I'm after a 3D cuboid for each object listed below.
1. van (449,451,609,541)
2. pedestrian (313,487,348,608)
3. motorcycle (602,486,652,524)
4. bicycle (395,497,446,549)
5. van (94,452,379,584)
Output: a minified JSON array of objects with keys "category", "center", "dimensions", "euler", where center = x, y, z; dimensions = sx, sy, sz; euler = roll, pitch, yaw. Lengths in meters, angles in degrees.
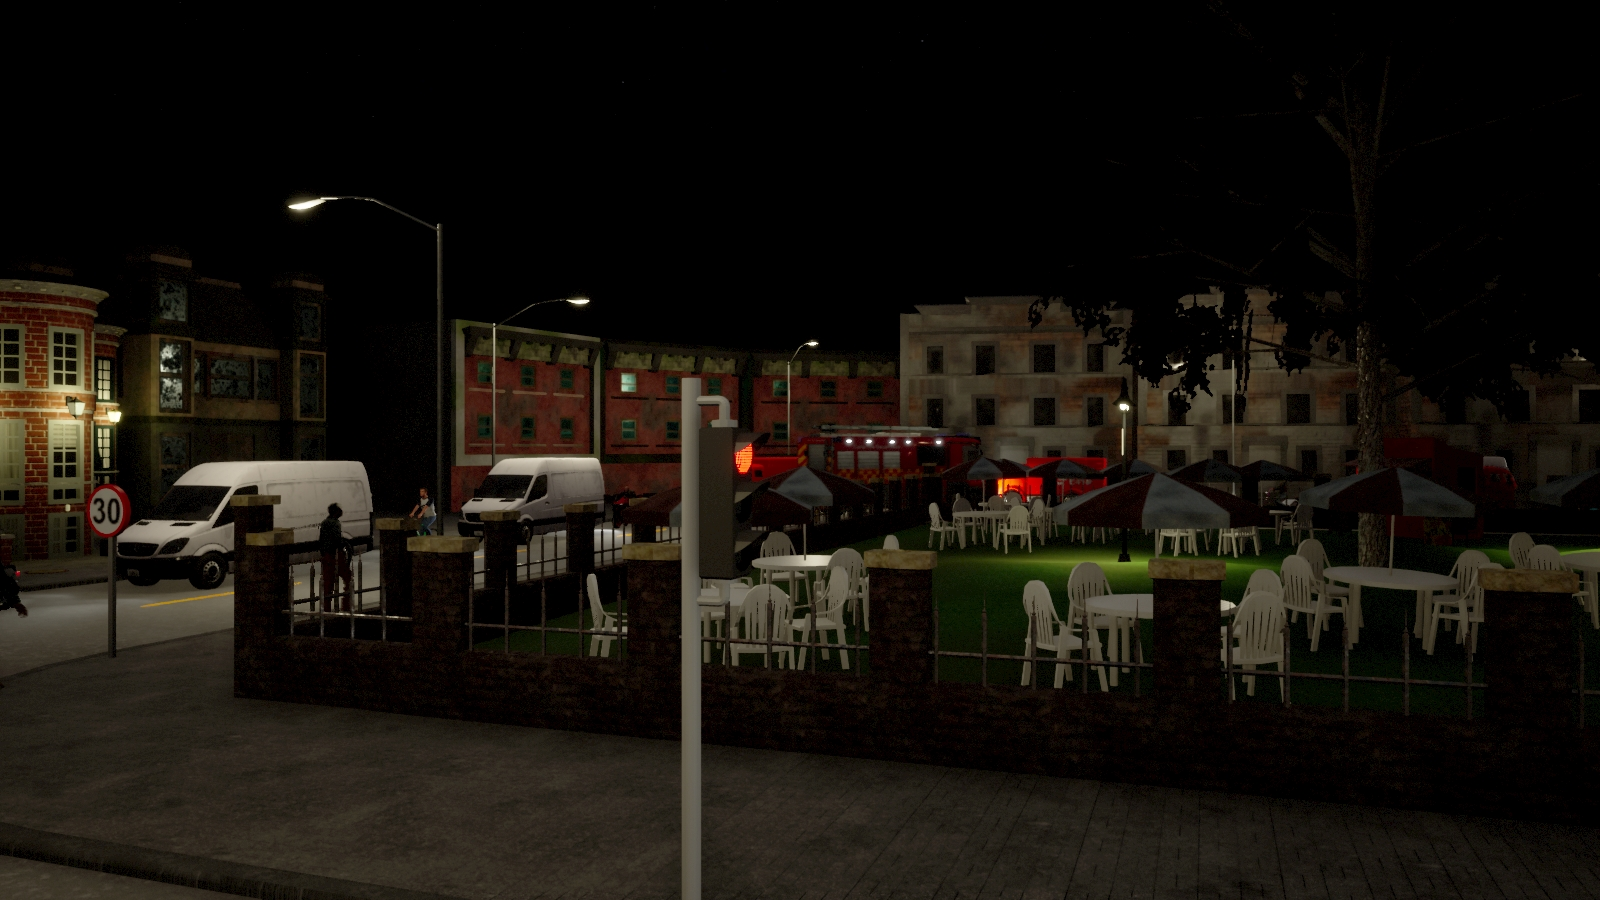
[{"category":"van","center":[-8.336,1.314,35.864],"dimensions":[1.988,2.561,5.915],"euler":[0,0,20]},{"category":"pedestrian","center":[-7.406,1.518,18.017],"dimensions":[0.375,1.860,0.375],"euler":[0,0,38]},{"category":"motorcycle","center":[-6.279,1.985,41.598],"dimensions":[0.867,1.251,2.209],"euler":[0,0,20]},{"category":"bicycle","center":[-10.162,1.936,30.641],"dimensions":[0.373,1.296,1.643],"euler":[0,0,20]},{"category":"van","center":[-12.115,1.315,25.192],"dimensions":[1.988,2.561,5.915],"euler":[0,0,20]}]
